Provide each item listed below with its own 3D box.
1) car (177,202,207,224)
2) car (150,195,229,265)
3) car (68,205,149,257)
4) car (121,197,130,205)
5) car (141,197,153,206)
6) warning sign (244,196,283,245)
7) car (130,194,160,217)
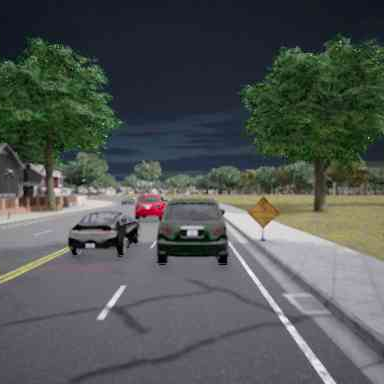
[{"bbox_3d":[0.035,1.530,25.815,2.033,1.411,5.357,0,0,1],"label":"car"},{"bbox_3d":[0.040,1.216,11.854,2.150,2.045,5.566,0,0,1],"label":"car"},{"bbox_3d":[-3.202,1.484,12.956,2.128,1.511,4.902,0,0,0],"label":"car"},{"bbox_3d":[-10.862,1.519,56.431,1.994,1.385,4.181,0,0,-8],"label":"car"},{"bbox_3d":[-7.484,1.550,55.873,1.895,1.301,4.718,0,0,-7],"label":"car"},{"bbox_3d":[2.867,1.107,13.421,1.300,1.860,1.060,1,1,0],"label":"warning sign"},{"bbox_3d":[-3.207,1.205,26.848,2.150,2.045,5.566,0,0,1],"label":"car"}]
